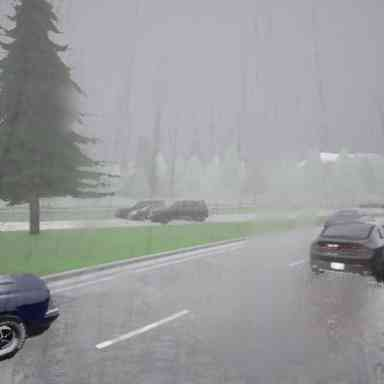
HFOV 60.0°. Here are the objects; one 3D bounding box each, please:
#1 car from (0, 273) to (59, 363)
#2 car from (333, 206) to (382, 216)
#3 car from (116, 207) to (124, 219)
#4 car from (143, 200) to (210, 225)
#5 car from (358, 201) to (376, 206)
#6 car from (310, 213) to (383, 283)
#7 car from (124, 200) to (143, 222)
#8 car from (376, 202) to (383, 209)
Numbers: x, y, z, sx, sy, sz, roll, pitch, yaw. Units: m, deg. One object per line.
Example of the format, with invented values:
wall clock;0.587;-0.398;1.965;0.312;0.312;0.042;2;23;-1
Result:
car;-4.407;1.742;4.503;4.718;1.301;1.895;0;-1;-34
car;9.909;1.807;20.642;1.994;1.385;4.181;-2;-1;44
car;-5.282;1.914;35.545;5.566;2.045;2.150;0;-1;-21
car;-1.151;1.761;29.677;5.566;2.045;2.150;0;-1;-23
car;30.634;2.225;57.371;4.718;1.301;1.895;0;-1;-35
car;5.207;1.626;10.235;1.837;1.490;4.892;-2;-1;40
car;-3.884;1.973;32.420;4.553;1.767;2.097;0;-1;-21
car;32.745;2.150;54.583;4.718;1.301;1.895;0;-1;-35
